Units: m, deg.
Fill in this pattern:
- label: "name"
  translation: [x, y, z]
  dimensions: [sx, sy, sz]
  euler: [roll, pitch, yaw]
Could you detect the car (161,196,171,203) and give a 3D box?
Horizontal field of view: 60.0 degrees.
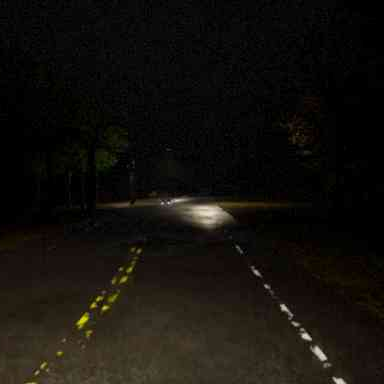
- label: "car"
  translation: [-5.689, 1.573, 72.986]
  dimensions: [1.812, 1.442, 4.674]
  euler: [0, 0, 1]
